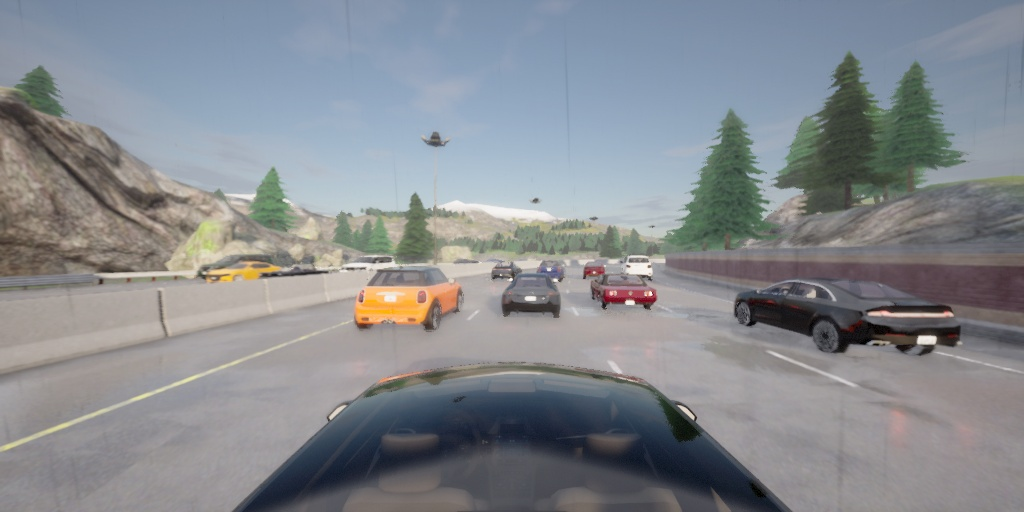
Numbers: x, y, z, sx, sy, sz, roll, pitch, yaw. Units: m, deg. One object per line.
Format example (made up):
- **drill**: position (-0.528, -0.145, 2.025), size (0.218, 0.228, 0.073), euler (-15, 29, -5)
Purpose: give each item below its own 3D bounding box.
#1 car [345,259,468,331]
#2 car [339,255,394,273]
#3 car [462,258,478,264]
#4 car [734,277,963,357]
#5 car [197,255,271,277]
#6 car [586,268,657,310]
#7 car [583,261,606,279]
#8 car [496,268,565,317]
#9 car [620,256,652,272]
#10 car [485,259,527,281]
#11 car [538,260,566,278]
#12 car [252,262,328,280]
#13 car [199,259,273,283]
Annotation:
- **car**: position (-2.926, 1.094, 11.159), size (2.097, 1.767, 4.553), euler (0, 0, 4)
- **car**: position (-11.388, 0.942, 28.887), size (2.150, 2.045, 5.566), euler (0, 0, 11)
- **car**: position (-7.724, 1.289, 64.383), size (1.994, 1.385, 4.181), euler (0, 0, 24)
- **car**: position (7.418, 1.262, 8.708), size (2.128, 1.511, 4.902), euler (0, 0, 3)
- **car**: position (-22.037, 0.910, 29.005), size (2.150, 2.045, 5.566), euler (0, 0, 10)
- **car**: position (4.400, 1.363, 14.894), size (1.895, 1.301, 4.718), euler (0, 0, 6)
- **car**: position (7.540, 1.248, 32.773), size (1.882, 1.535, 5.008), euler (0, 0, 13)
- **car**: position (0.768, 1.316, 13.343), size (1.994, 1.385, 4.181), euler (0, 0, 5)
- **car**: position (10.721, 1.000, 31.129), size (2.150, 2.045, 5.566), euler (0, 0, 13)
- **car**: position (-0.354, 1.240, 29.561), size (2.128, 1.511, 4.902), euler (0, 0, 11)
- **car**: position (3.349, 1.110, 30.092), size (2.097, 1.767, 4.553), euler (0, 0, 12)
- **car**: position (-15.520, 1.307, 25.616), size (1.895, 1.301, 4.718), euler (0, 0, 9)
- **car**: position (-19.007, 1.174, 25.785), size (1.882, 1.535, 5.008), euler (0, 0, 9)
